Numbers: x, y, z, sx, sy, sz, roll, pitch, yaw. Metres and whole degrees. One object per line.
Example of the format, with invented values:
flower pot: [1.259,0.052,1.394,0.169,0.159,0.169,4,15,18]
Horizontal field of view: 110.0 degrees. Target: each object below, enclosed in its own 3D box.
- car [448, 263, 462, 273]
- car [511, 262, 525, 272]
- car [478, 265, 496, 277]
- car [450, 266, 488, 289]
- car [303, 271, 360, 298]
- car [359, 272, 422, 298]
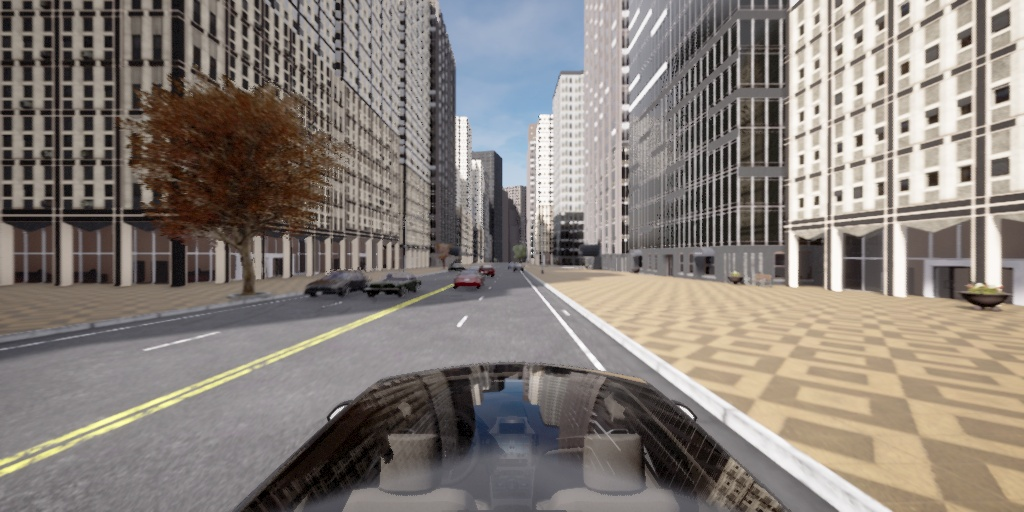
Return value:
car: [-9.756,1.929,62.168,2.097,1.767,4.553,0,-1,1]
car: [1.166,2.107,62.543,1.812,1.442,4.674,0,-1,0]
car: [-3.129,1.822,45.206,1.882,1.535,5.008,0,-1,0]
car: [-3.138,1.659,26.977,1.994,1.385,4.181,0,-1,0]
car: [-9.841,1.561,20.969,2.033,1.411,5.357,0,-1,0]
car: [-6.590,1.606,20.381,1.895,1.301,4.718,0,-1,0]
